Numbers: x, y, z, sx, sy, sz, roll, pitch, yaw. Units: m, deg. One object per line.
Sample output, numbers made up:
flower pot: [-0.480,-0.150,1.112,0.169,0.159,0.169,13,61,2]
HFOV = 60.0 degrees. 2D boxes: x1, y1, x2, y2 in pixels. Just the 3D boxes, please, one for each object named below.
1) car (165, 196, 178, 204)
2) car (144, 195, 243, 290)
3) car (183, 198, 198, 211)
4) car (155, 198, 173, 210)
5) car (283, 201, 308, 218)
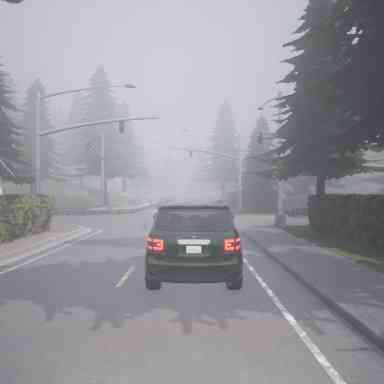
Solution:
car: [-3.929,1.490,64.326,2.128,1.511,4.902,0,0,-8]
car: [0.052,1.221,9.208,2.150,2.045,5.566,0,0,0]
car: [-0.119,1.525,42.684,1.812,1.442,4.674,0,0,2]
car: [-3.644,1.563,43.611,1.994,1.385,4.181,0,0,0]
car: [10.436,1.511,29.314,4.674,1.442,1.812,0,0,0]
